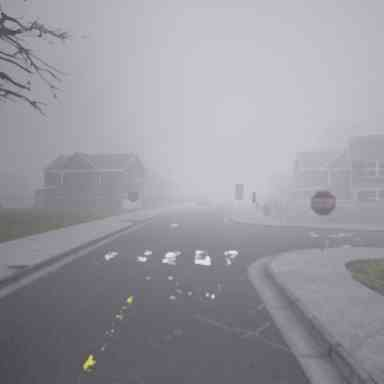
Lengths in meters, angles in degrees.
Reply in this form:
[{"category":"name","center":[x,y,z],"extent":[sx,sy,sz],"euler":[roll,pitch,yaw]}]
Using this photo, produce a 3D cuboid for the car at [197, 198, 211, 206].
[{"category":"car","center":[2.062,1.619,55.051],"extent":[2.033,1.411,5.357],"euler":[0,0,10]}]
